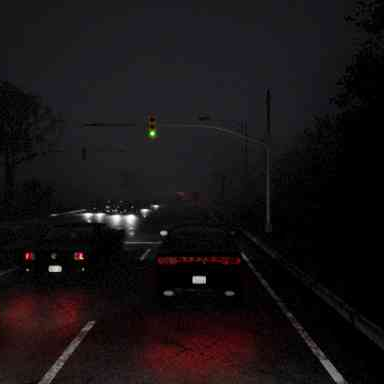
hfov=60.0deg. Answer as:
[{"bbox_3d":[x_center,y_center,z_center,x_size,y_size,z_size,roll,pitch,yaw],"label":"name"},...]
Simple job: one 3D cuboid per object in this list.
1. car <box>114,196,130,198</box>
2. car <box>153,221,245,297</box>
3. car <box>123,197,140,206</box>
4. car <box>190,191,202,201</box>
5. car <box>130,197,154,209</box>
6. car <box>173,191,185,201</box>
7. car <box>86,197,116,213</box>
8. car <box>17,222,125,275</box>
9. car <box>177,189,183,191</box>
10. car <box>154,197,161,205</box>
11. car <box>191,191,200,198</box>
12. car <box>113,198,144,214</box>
[{"bbox_3d":[-10.152,1.350,45.651,2.097,1.767,4.553,0,0,1],"label":"car"},{"bbox_3d":[0.153,1.477,8.671,1.882,1.535,5.008,0,0,0],"label":"car"},{"bbox_3d":[-10.031,1.519,55.602,1.994,1.385,4.181,0,1,1],"label":"car"},{"bbox_3d":[0.785,0.736,66.920,2.150,2.045,5.566,0,3,1],"label":"car"},{"bbox_3d":[-6.671,1.562,44.782,1.994,1.385,4.181,0,0,0],"label":"car"},{"bbox_3d":[-2.815,1.068,66.851,2.033,1.411,5.357,0,3,1],"label":"car"},{"bbox_3d":[-10.250,1.562,37.050,1.994,1.385,4.181,0,0,1],"label":"car"},{"bbox_3d":[-3.377,1.601,10.388,1.895,1.301,4.718,0,0,-1],"label":"car"},{"bbox_3d":[-2.698,0.171,77.229,2.097,1.767,4.553,0,3,1],"label":"car"},{"bbox_3d":[-6.513,1.499,56.598,1.994,1.385,4.181,0,1,1],"label":"car"},{"bbox_3d":[0.807,0.559,77.585,1.895,1.301,4.718,0,3,1],"label":"car"},{"bbox_3d":[-6.765,1.600,35.971,1.895,1.301,4.718,0,0,1],"label":"car"}]
